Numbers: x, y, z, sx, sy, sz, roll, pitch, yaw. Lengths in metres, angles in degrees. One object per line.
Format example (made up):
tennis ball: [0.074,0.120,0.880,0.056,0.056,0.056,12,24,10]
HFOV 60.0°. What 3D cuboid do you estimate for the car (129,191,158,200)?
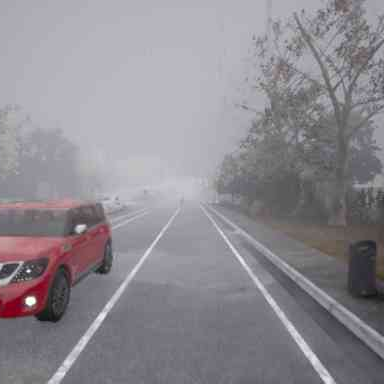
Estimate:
car: [-10.324,1.042,70.544,4.792,1.488,2.163,0,0,0]

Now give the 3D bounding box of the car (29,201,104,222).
car: [-10.010,1.517,26.849,5.366,1.575,1.946,0,0,0]

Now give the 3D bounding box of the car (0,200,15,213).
car: [-23.219,1.619,37.992,4.792,1.488,2.163,0,0,0]

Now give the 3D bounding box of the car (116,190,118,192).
car: [-23.365,0.854,89.908,5.008,1.535,2.097,0,1,0]

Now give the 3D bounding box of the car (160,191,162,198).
car: [-10.321,0.995,78.894,5.008,1.535,2.097,0,1,0]

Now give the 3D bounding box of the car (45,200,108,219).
car: [-10.195,1.539,29.626,4.892,1.521,2.231,0,0,0]

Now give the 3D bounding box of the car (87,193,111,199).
car: [-23.573,0.941,84.463,5.366,1.575,1.946,0,1,0]

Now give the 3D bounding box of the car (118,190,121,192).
car: [-23.355,0.794,92.698,5.008,1.535,2.097,0,1,0]

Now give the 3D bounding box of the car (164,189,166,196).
car: [-10.249,0.666,92.833,4.553,1.767,2.185,0,1,0]

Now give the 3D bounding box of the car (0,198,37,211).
car: [-23.230,1.624,43.410,5.008,1.535,2.097,0,0,0]

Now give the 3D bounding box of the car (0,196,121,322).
car: [-3.354,1.214,7.567,2.150,2.045,5.566,0,0,0]

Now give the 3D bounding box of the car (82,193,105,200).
car: [-23.435,1.023,78.875,4.792,1.488,2.163,0,0,0]

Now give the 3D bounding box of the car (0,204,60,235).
car: [-10.401,1.473,18.524,5.366,1.575,1.946,0,0,0]

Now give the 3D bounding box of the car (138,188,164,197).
car: [-10.345,0.724,81.685,5.566,2.045,2.435,0,1,0]

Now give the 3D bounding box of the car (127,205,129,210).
car: [-10.174,1.591,37.954,5.008,1.535,2.097,0,0,0]

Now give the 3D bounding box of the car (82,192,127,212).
car: [-10.204,1.322,35.180,5.566,2.045,2.435,0,0,0]

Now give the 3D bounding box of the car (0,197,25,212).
car: [-23.273,1.481,40.639,4.553,1.767,2.185,0,0,0]

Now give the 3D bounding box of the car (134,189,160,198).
car: [-10.366,0.880,76.114,4.553,1.767,2.185,0,0,0]

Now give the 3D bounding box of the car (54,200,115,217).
car: [-10.368,1.553,32.402,5.366,1.575,1.946,0,0,0]

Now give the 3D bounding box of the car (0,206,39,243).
car: [-10.217,1.471,15.756,4.892,1.521,2.231,0,0,0]

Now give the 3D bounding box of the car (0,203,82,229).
car: [-10.024,1.484,21.176,5.366,1.575,1.946,0,0,0]
